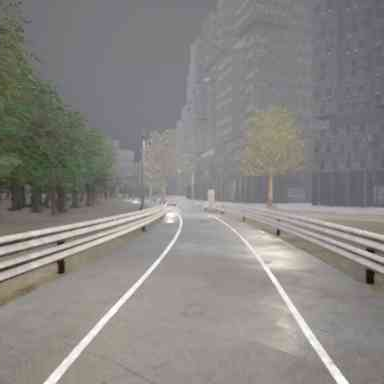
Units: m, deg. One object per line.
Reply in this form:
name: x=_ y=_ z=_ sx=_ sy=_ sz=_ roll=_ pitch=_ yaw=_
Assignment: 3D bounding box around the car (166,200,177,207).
car: x=-4.278 y=2.127 z=63.684 sx=1.895 sy=1.301 sz=4.718 roll=0 pitch=-1 yaw=-16
